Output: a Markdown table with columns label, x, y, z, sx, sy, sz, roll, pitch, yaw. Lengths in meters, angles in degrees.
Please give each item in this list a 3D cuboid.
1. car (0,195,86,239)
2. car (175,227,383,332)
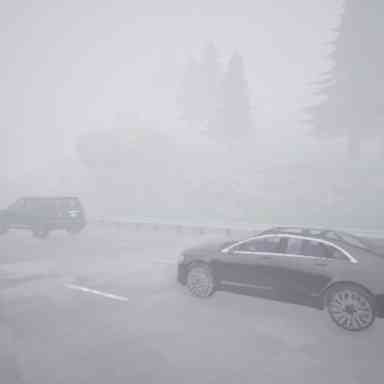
| label | x | y | z | sx | sy | sz | roll | pitch | yaw |
| --- | --- | --- | --- | --- | --- | --- | --- | --- | --- |
| car | -7.990 | 1.201 | 17.347 | 5.566 | 2.045 | 2.150 | 0 | 0 | 31 |
| car | 1.887 | 1.477 | 6.822 | 4.902 | 1.511 | 2.128 | 0 | 0 | 35 |
